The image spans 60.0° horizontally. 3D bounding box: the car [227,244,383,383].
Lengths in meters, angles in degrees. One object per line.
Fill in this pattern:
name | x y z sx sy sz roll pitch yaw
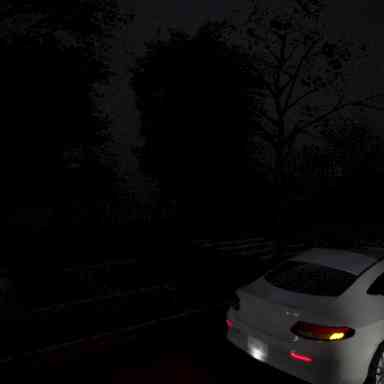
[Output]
car | 2.597 1.529 4.986 4.674 1.442 1.812 0 0 -36
